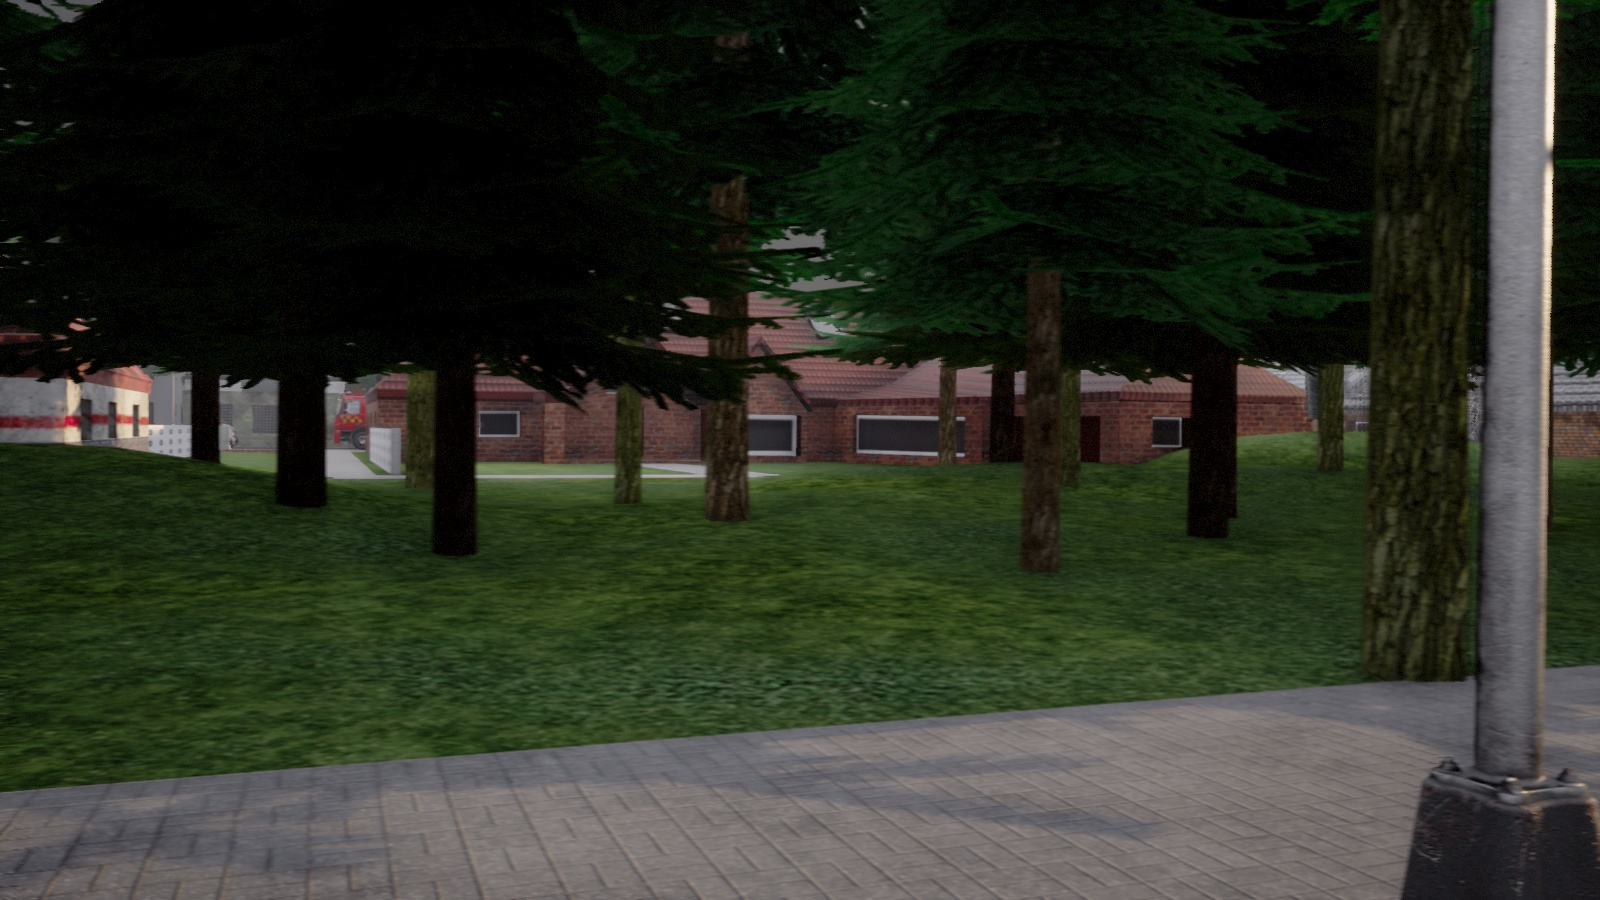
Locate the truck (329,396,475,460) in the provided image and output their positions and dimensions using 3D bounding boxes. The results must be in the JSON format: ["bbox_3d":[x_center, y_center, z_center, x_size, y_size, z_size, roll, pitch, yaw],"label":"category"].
[{"bbox_3d":[-24.718,-1.369,77.990,8.468,3.827,2.891,-1,1,-21],"label":"truck"}]
